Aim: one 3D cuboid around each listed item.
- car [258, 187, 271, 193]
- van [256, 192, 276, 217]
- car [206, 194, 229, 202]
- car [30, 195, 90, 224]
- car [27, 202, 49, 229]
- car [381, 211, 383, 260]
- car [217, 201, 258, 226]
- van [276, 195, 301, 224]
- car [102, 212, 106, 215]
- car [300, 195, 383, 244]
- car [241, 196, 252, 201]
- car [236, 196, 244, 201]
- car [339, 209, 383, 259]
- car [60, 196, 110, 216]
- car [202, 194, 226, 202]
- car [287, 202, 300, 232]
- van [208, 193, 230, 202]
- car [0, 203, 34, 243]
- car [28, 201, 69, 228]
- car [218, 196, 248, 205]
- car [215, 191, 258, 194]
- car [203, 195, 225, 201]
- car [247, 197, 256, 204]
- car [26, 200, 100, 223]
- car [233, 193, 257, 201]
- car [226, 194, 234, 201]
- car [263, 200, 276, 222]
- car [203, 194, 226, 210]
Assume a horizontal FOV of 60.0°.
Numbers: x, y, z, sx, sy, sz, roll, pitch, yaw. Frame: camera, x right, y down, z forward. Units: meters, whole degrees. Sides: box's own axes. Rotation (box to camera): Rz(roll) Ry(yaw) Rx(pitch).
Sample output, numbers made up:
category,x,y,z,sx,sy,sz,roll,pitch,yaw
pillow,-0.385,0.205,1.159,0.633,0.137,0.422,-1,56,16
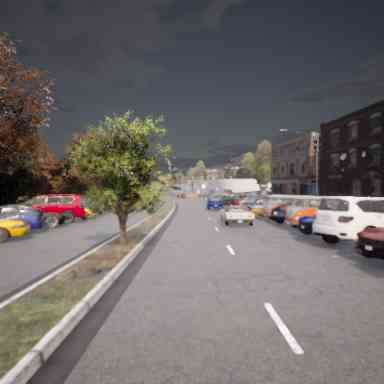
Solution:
category,x,y,z,sx,sy,sz,roll,pitch,yaw
car,19.861,0.104,92.516,2.002,1.452,4.674,-7,4,-30
van,7.627,1.231,26.030,4.442,1.987,1.878,1,0,-20
car,5.661,1.279,74.344,4.553,1.767,2.185,1,0,-25
car,-10.490,1.237,23.773,5.566,2.045,2.435,-1,0,-20
car,-10.476,1.522,17.821,4.792,1.488,2.163,-1,0,-20
car,7.778,1.224,8.041,5.566,2.045,2.435,1,0,-20
car,3.079,1.580,23.490,1.895,1.301,4.718,0,0,0
van,7.641,1.237,20.005,4.442,1.987,1.878,1,0,-20
car,-10.491,1.486,29.727,4.892,1.521,2.231,-1,0,-20
car,7.776,1.219,14.050,5.566,2.045,2.435,1,0,-20
car,7.703,1.452,32.101,5.008,1.535,2.097,1,0,-21
car,7.645,1.450,35.119,4.892,1.521,2.231,1,0,-21
car,7.753,1.472,11.031,5.008,1.535,2.097,1,0,-20
car,-10.504,1.357,32.704,4.553,1.767,2.185,-1,0,-21
car,5.182,1.396,77.259,5.366,1.575,1.946,1,0,-26
car,7.750,1.467,17.041,5.008,1.535,2.097,1,0,-20
van,5.793,1.181,71.272,4.442,1.987,1.878,1,0,-25
car,-10.271,1.489,14.924,5.366,1.575,1.946,-1,0,-20
car,-10.428,1.519,20.824,4.792,1.488,2.163,-1,0,-20
car,6.939,1.464,56.259,4.674,1.452,2.002,1,0,-23
car,7.078,1.176,53.222,5.566,2.045,2.435,1,0,-23
car,5.235,1.433,80.319,4.792,1.488,2.163,1,0,-26
car,7.890,1.455,29.158,5.366,1.575,1.946,1,0,-21
car,-10.303,1.481,26.826,5.366,1.575,1.946,-1,0,-20
car,7.583,1.320,38.138,4.553,1.767,2.185,1,0,-21
car,7.452,1.438,44.184,5.008,1.535,2.097,1,0,-22
car,7.768,1.491,23.075,4.792,1.488,2.163,1,0,-20
car,2.816,1.440,42.339,1.882,1.535,5.008,0,0,-1
